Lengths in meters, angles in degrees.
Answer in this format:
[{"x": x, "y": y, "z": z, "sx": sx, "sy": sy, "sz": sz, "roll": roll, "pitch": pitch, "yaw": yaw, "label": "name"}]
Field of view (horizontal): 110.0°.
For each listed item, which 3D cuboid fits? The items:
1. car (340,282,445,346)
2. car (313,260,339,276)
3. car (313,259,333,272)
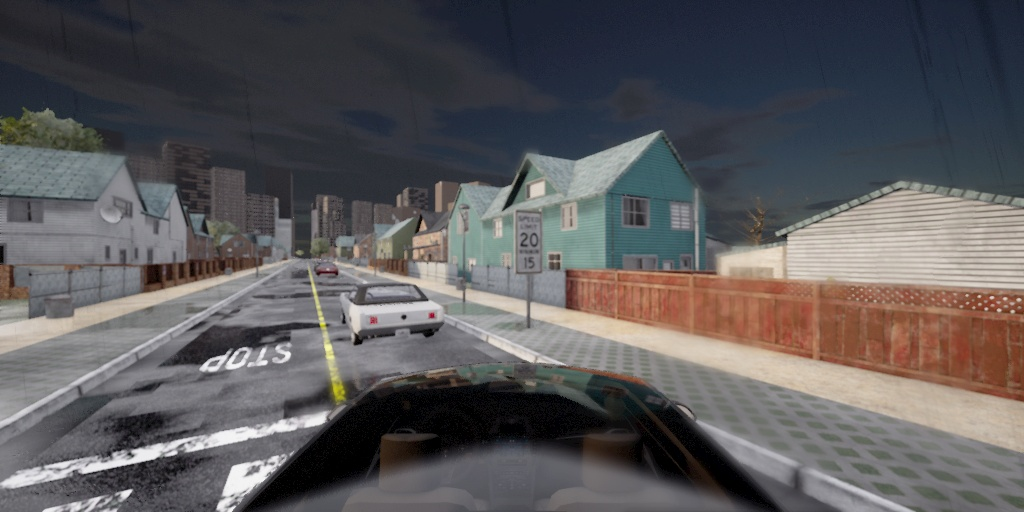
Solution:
[{"x": -3.434, "y": 1.345, "z": 9.587, "sx": 1.895, "sy": 1.301, "sz": 4.718, "roll": 0, "pitch": 0, "yaw": -30, "label": "car"}, {"x": -19.135, "y": 1.290, "z": 37.051, "sx": 1.994, "sy": 1.385, "sz": 4.181, "roll": 0, "pitch": 0, "yaw": -30, "label": "car"}, {"x": -24.060, "y": 1.212, "z": 45.520, "sx": 2.128, "sy": 1.511, "sz": 4.902, "roll": 0, "pitch": 0, "yaw": -29, "label": "car"}]
